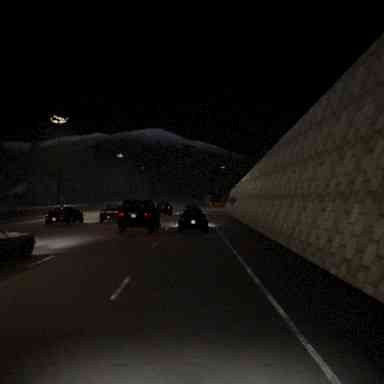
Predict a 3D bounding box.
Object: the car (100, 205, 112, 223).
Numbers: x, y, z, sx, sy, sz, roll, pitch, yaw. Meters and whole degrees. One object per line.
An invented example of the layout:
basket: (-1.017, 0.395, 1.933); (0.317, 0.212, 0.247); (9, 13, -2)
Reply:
car: (-6.928, 1.926, 30.072); (2.128, 1.511, 4.902); (0, -1, 0)

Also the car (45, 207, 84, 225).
car: (-10.425, 1.923, 27.431); (1.812, 1.442, 4.674); (0, -1, 0)

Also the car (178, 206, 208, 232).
car: (0.079, 1.893, 22.842); (1.994, 1.385, 4.181); (0, -1, 0)

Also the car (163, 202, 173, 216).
car: (-3.438, 1.933, 40.387); (2.097, 1.767, 4.553); (0, -1, 0)

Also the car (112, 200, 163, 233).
car: (-3.423, 1.540, 22.163); (2.150, 2.045, 5.566); (0, -1, 0)

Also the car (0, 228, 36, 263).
car: (-6.908, 1.757, 10.671); (1.895, 1.301, 4.718); (0, -1, 0)

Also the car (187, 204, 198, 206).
car: (0.061, 2.150, 40.793); (1.994, 1.385, 4.181); (0, -1, 0)
